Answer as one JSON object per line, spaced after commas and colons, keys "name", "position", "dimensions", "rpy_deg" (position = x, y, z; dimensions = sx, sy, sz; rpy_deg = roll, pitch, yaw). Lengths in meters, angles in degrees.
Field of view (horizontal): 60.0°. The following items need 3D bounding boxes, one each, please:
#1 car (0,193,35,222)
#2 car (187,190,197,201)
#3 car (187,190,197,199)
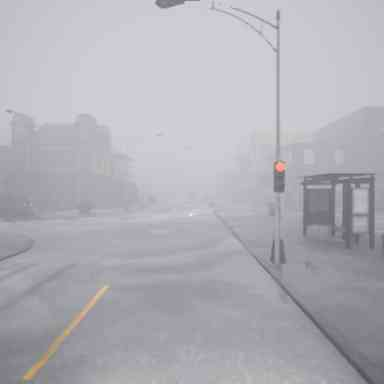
{"name": "car", "position": [-14.229, 1.060, 23.765], "dimensions": [5.566, 2.045, 2.150], "rpy_deg": [0, 0, -2]}
{"name": "car", "position": [0.013, 0.886, 68.680], "dimensions": [2.097, 1.767, 4.553], "rpy_deg": [0, 0, 0]}
{"name": "car", "position": [0.015, 0.525, 78.742], "dimensions": [2.150, 2.045, 5.566], "rpy_deg": [0, 0, 0]}
